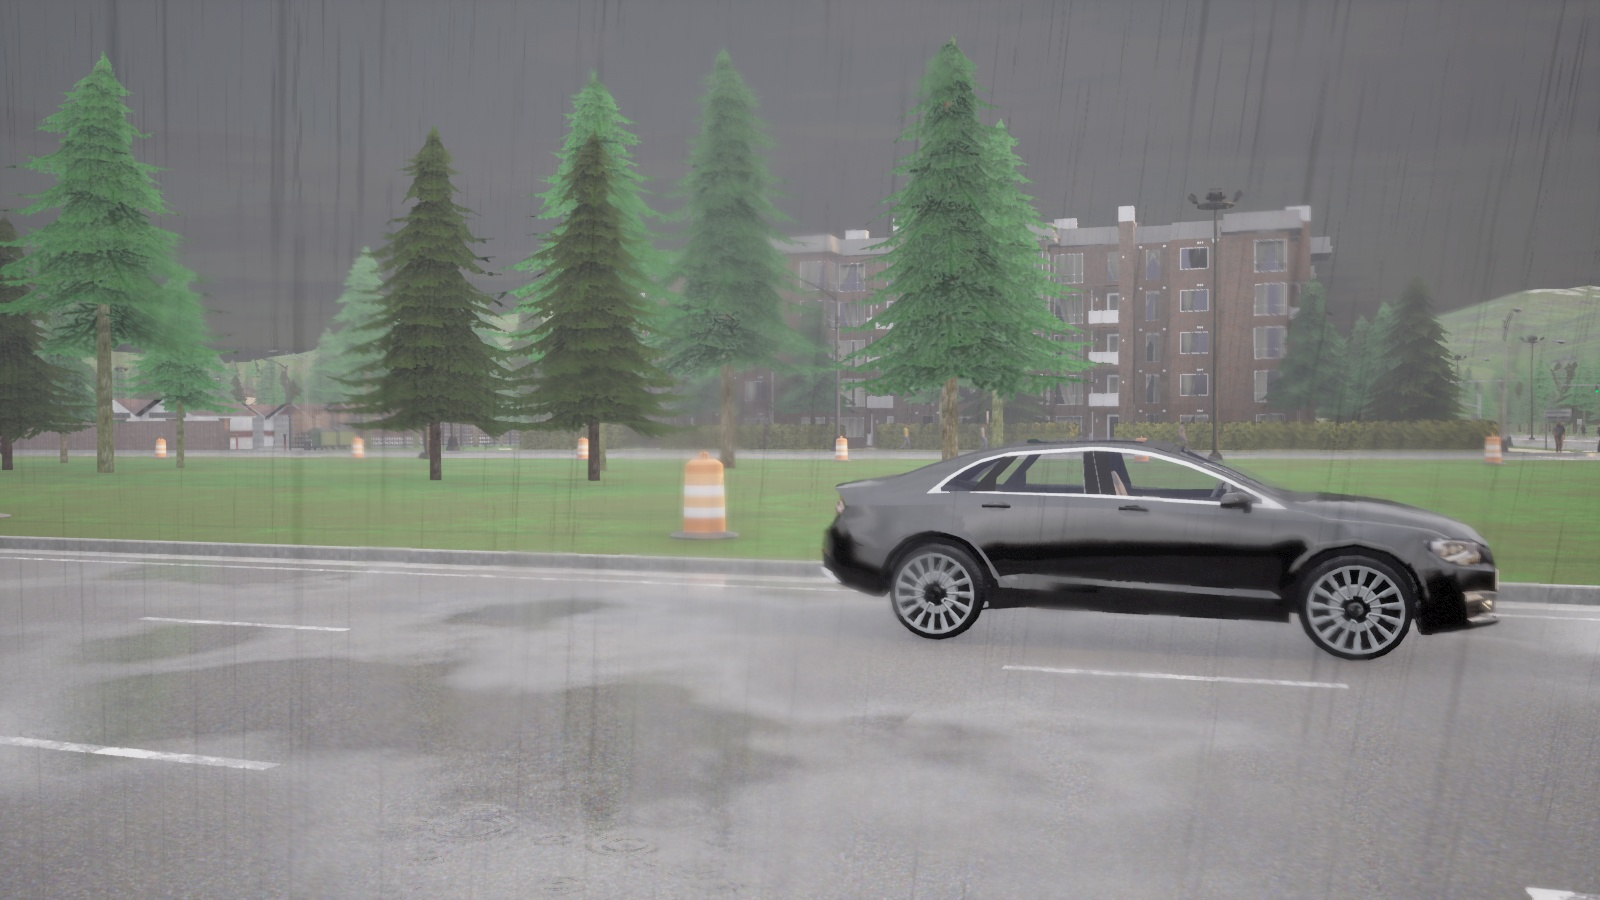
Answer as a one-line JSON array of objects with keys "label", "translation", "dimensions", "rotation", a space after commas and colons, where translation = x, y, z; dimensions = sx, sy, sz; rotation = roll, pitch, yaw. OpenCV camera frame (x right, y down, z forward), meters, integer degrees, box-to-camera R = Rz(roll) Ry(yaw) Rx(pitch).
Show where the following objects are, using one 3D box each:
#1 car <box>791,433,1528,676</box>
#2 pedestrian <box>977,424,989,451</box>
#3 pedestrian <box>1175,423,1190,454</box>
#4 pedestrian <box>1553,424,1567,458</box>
[{"label": "car", "translation": [2.596, 0.637, 9.704], "dimensions": [4.902, 1.511, 2.128], "rotation": [1, 1, 19]}, {"label": "pedestrian", "translation": [12.104, -0.827, 82.951], "dimensions": [0.706, 1.836, 0.354], "rotation": [1, 1, 19]}, {"label": "pedestrian", "translation": [24.075, -0.719, 79.021], "dimensions": [0.873, 1.952, 0.659], "rotation": [1, 1, 19]}, {"label": "pedestrian", "translation": [41.842, -0.487, 69.128], "dimensions": [0.540, 1.848, 0.694], "rotation": [1, 1, 23]}]
